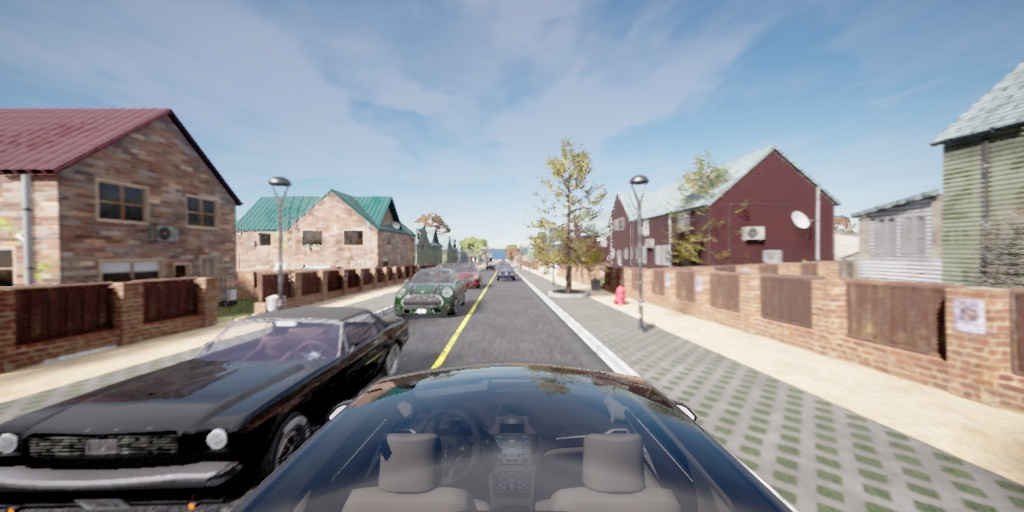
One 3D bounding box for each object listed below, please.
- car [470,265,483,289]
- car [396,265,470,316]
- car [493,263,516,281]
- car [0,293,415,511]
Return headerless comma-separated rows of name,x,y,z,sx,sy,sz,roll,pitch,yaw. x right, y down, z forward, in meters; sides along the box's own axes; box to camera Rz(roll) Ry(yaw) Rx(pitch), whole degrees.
car,-3.301,1.435,26.419,2.097,1.767,4.553,-1,-1,-1
car,-3.055,1.284,14.188,2.097,1.767,4.553,-1,-1,-1
car,-0.580,1.724,36.146,2.033,1.411,5.357,-1,-1,-1
car,-2.850,1.413,4.657,1.895,1.301,4.718,-1,-1,-1
